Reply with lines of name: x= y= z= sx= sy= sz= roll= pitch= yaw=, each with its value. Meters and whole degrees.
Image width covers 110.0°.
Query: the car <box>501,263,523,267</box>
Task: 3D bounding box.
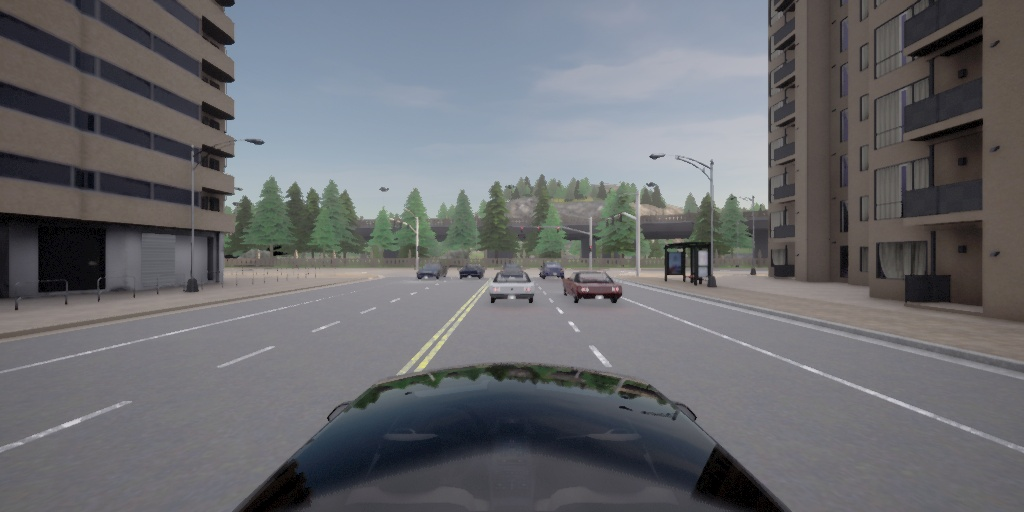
car: x=0.000 y=1.320 z=31.500 sx=1.994 sy=1.385 sz=4.181 roll=0 pitch=0 yaw=0

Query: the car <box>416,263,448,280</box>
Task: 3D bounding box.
car: x=-7.000 y=1.351 z=31.912 sx=2.033 sy=1.411 sz=5.357 roll=0 pitch=0 yaw=0

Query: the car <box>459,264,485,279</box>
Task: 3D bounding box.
car: x=-3.500 y=1.401 z=31.882 sx=1.895 sy=1.301 sz=4.718 roll=0 pitch=0 yaw=0

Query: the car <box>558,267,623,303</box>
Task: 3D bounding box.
car: x=3.500 y=1.365 z=16.530 sx=1.895 sy=1.301 sz=4.718 roll=0 pitch=0 yaw=0

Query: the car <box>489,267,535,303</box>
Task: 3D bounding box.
car: x=0.000 y=1.365 z=16.530 sx=1.895 sy=1.301 sz=4.718 roll=0 pitch=0 yaw=0

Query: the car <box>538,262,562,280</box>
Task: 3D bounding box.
car: x=3.500 y=1.281 z=31.500 sx=1.812 sy=1.442 sz=4.674 roll=0 pitch=0 yaw=0
